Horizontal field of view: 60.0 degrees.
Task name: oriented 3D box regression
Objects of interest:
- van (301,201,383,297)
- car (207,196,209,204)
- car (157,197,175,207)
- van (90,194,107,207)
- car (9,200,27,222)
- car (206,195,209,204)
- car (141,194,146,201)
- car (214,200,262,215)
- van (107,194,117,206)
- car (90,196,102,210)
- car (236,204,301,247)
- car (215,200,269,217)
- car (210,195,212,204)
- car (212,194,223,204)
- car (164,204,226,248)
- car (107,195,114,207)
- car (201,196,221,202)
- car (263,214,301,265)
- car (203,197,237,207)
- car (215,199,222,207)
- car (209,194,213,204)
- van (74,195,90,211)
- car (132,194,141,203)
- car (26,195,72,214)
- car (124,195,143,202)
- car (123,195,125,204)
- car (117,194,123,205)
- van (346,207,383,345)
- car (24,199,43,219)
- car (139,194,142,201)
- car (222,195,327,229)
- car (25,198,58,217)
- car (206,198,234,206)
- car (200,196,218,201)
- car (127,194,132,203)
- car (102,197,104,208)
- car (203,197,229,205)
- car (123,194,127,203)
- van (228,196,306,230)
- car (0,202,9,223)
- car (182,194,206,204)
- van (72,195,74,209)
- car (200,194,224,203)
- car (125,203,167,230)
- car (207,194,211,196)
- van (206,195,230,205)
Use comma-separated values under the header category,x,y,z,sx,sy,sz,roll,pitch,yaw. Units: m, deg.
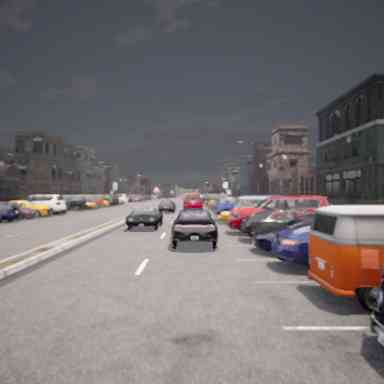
category,x,y,z,sx,sy,sz,roll,pitch,yaw
van,4.828,1.252,6.867,4.442,1.987,1.878,0,0,0
car,4.725,1.579,42.994,4.892,1.521,2.231,0,0,0
car,-2.892,1.640,38.749,1.994,1.385,4.181,0,0,0
van,-15.615,1.419,49.851,4.442,1.987,1.878,0,0,0
car,-15.513,1.551,25.037,4.792,1.488,2.163,0,0,0
car,4.715,1.594,45.771,5.008,1.535,2.097,0,0,0
car,-15.491,1.588,85.703,5.566,2.045,2.435,0,0,0
car,4.714,1.577,34.657,4.674,1.452,2.002,0,0,0
van,-15.385,1.456,55.367,4.442,1.987,1.878,0,0,0
car,-15.310,1.608,44.336,5.366,1.575,1.946,0,0,0
car,4.706,1.485,15.205,4.892,1.521,2.231,0,0,0
car,4.710,1.527,31.878,4.892,1.521,2.231,0,0,0
car,4.686,1.425,37.437,4.553,1.767,2.185,0,0,0
car,4.687,1.256,26.321,5.566,2.045,2.435,0,0,0
car,0.103,1.494,14.789,2.128,1.511,4.902,0,0,0
car,-15.505,1.663,52.608,5.008,1.535,2.097,0,0,0
car,4.733,1.811,84.685,5.008,1.535,2.097,0,0,0
car,4.709,1.518,9.772,4.674,1.452,2.002,0,0,0
car,4.536,1.641,54.111,5.366,1.575,1.946,0,0,0
car,4.529,1.497,23.542,5.366,1.575,1.946,0,0,0
car,4.687,1.437,40.217,4.553,1.767,2.185,0,0,0
van,-15.610,1.369,41.578,4.442,1.987,1.878,0,0,0
car,-15.487,1.848,80.186,4.792,1.488,2.163,0,0,0
car,-15.517,1.302,33.308,5.566,2.045,2.435,0,0,0
car,-15.489,1.724,88.460,4.553,1.767,2.185,0,0,0
car,-15.500,1.718,61.006,5.008,1.535,2.097,0,0,0
car,-15.532,1.449,58.125,5.566,2.045,2.435,0,0,0
van,4.594,1.251,4.090,4.442,1.987,1.878,0,0,0
car,-15.488,1.571,27.793,4.674,1.452,2.002,0,0,0
car,-15.520,1.870,82.944,4.674,1.452,2.002,0,0,0
car,4.685,1.236,17.986,5.566,2.045,2.435,0,0,0
car,-15.492,1.541,30.551,5.008,1.535,2.097,0,0,0
car,4.724,1.701,56.890,4.674,1.452,2.002,0,0,0
car,4.773,1.880,93.016,4.792,1.488,2.163,0,0,0
car,-15.536,1.500,66.399,5.566,2.045,2.435,0,0,0
car,-15.494,1.668,47.093,4.674,1.452,2.002,0,0,0
car,4.717,1.710,65.228,4.892,1.521,2.231,0,0,0
car,-15.537,1.610,63.764,4.553,1.767,2.185,0,0,0
van,4.597,1.268,20.763,4.442,1.987,1.878,0,0,0
car,-15.476,1.514,22.278,4.892,1.521,2.231,0,0,0
car,0.108,1.291,37.413,2.150,2.045,5.566,0,0,0
van,-15.607,1.341,36.066,4.442,1.987,1.878,0,0,0
car,4.698,1.532,79.128,5.566,2.045,2.435,0,0,0
car,-2.894,1.615,21.293,1.895,1.301,4.718,0,0,0
car,4.751,1.484,48.553,4.553,1.767,2.185,0,0,0
van,4.840,1.467,62.450,4.442,1.987,1.878,0,0,0
